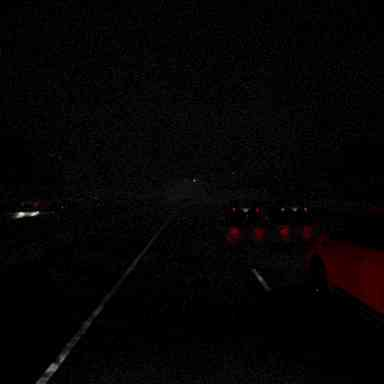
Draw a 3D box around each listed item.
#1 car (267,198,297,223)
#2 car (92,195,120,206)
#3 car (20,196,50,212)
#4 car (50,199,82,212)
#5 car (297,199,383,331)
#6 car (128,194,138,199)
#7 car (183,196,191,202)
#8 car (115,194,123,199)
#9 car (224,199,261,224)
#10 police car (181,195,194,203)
[{"bbox_3d":[7.062,1.263,24.979,2.097,1.767,4.553,0,0,0],"label":"car"},{"bbox_3d":[-10.651,1.420,40.117,2.128,1.511,4.902,0,0,0],"label":"car"},{"bbox_3d":[-17.647,1.274,37.973,2.097,1.767,4.553,0,0,0],"label":"car"},{"bbox_3d":[-14.148,1.487,38.227,1.994,1.385,4.181,0,0,0],"label":"car"},{"bbox_3d":[3.591,1.197,4.984,2.150,2.045,5.566,0,0,0],"label":"car"},{"bbox_3d":[-14.120,1.085,79.394,2.097,1.767,4.553,0,0,0],"label":"car"},{"bbox_3d":[-1.167,1.632,77.863,1.812,1.442,4.674,0,0,0],"label":"car"},{"bbox_3d":[-17.620,1.230,79.358,1.837,1.490,4.892,0,0,0],"label":"car"},{"bbox_3d":[3.563,1.263,24.197,2.097,1.767,4.553,0,0,0],"label":"car"},{"bbox_3d":[-1.152,1.462,67.966,1.930,1.638,5.238,0,0,0],"label":"police car"}]
